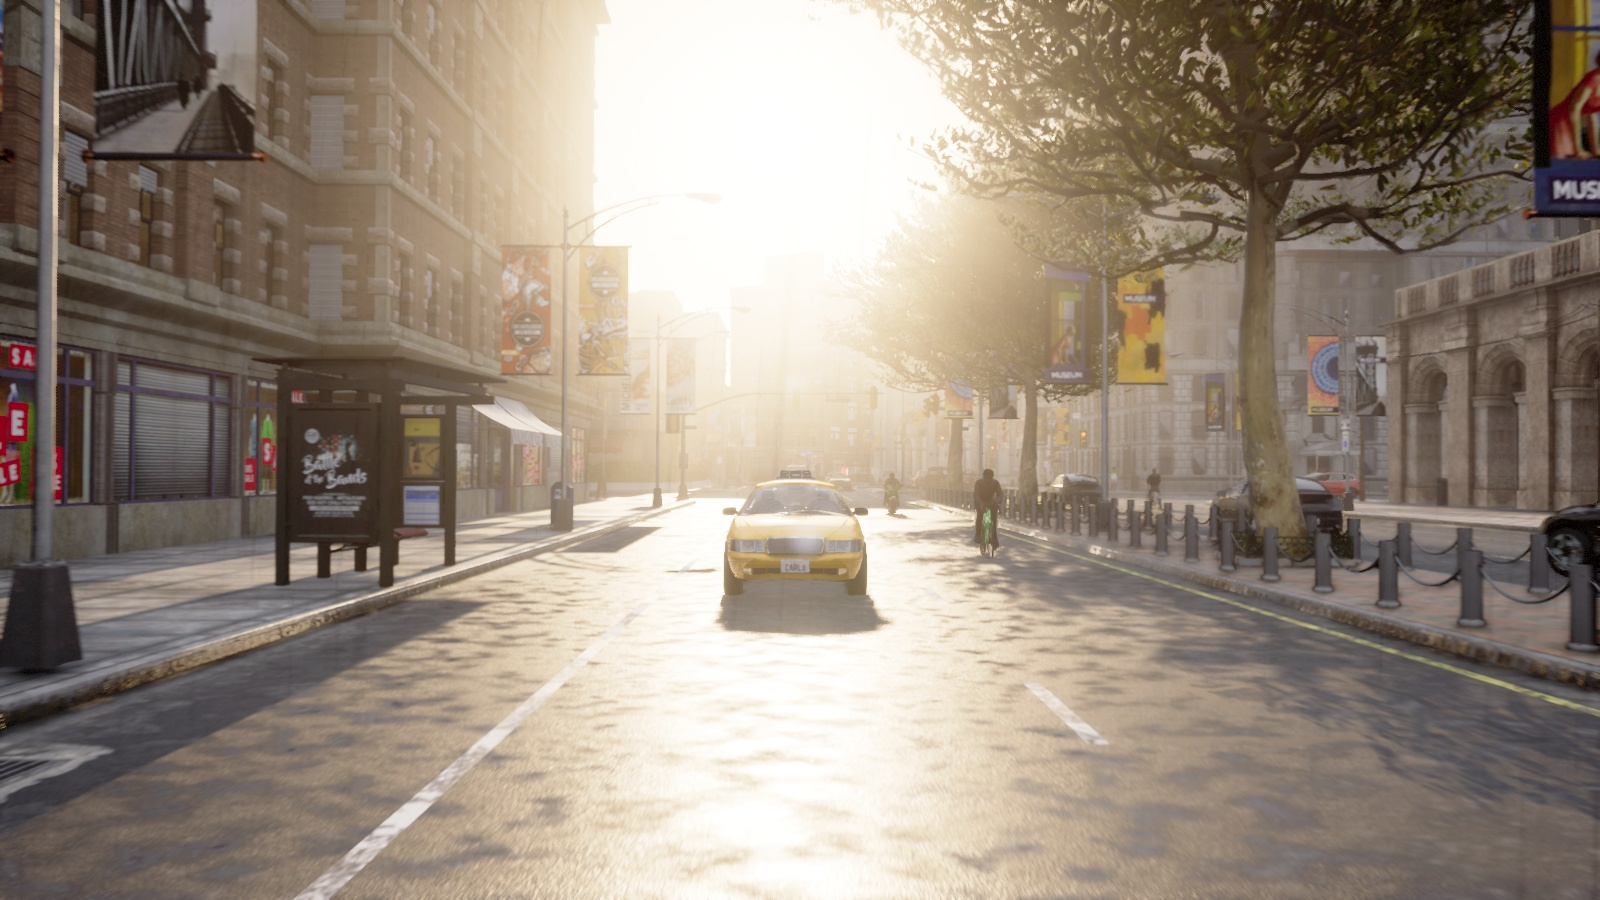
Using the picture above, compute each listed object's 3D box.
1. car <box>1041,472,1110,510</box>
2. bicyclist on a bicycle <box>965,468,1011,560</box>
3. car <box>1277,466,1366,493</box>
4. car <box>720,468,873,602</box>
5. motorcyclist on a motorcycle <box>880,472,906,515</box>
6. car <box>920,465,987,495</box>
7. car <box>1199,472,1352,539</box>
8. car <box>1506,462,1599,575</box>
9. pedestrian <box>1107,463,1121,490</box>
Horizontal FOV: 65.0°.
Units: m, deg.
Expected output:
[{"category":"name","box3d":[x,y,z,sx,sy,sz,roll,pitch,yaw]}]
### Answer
[{"category":"car","box3d":[11.276,1.640,51.669,1.837,1.490,4.892,0,-1,1]},{"category":"bicyclist on a bicycle","box3d":[3.438,1.140,23.031,0.582,1.620,1.656,0,-1,0]},{"category":"car","box3d":[32.613,1.845,78.579,4.611,1.667,2.242,0,-1,0]},{"category":"car","box3d":[-0.053,1.048,17.530,1.801,1.575,5.366,0,-1,0]},{"category":"motorcyclist on a motorcycle","box3d":[3.366,1.549,45.711,0.797,1.523,2.044,0,-1,0]},{"category":"car","box3d":[9.746,1.908,79.779,1.905,1.878,3.866,1,-1,-45]},{"category":"car","box3d":[11.410,1.285,30.508,1.837,1.490,4.892,0,-1,0]},{"category":"car","box3d":[12.879,0.994,17.960,2.033,1.649,4.856,0,-1,-15]},{"category":"pedestrian","box3d":[22.814,1.908,91.197,0.659,1.952,0.873,0,-1,-8]}]
